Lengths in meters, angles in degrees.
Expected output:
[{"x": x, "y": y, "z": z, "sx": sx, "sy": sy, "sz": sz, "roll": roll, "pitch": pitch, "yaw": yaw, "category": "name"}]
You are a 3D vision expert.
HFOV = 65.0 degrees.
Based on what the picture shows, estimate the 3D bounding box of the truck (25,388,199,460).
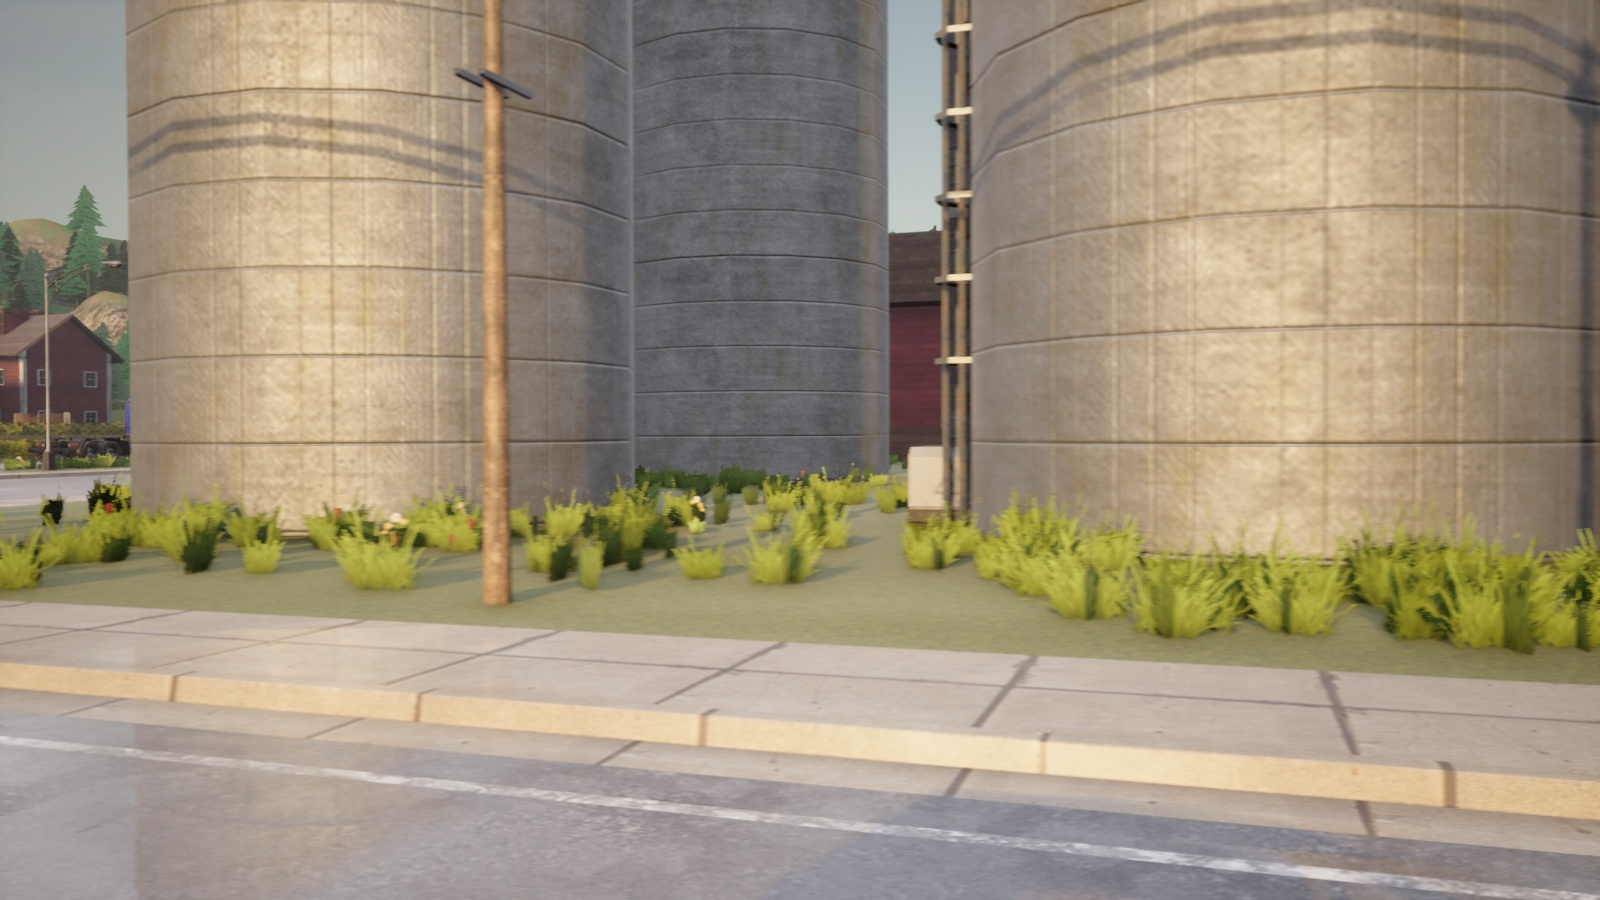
[{"x": -34.906, "y": -1.315, "z": 64.159, "sx": 2.891, "sy": 3.462, "sz": 7.936, "roll": 1, "pitch": 1, "yaw": 19, "category": "truck"}]
